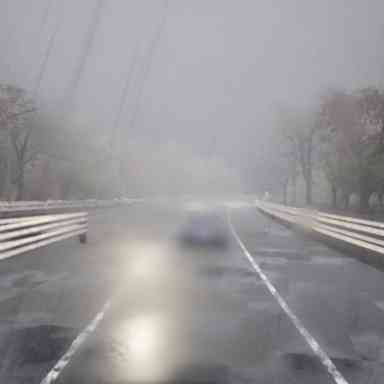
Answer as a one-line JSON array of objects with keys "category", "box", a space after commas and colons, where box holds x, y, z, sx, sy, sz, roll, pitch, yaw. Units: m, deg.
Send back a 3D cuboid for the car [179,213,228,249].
[{"category": "car", "box": [0.544, 1.610, 14.752, 1.994, 1.385, 4.181, 0, 0, 3]}]
